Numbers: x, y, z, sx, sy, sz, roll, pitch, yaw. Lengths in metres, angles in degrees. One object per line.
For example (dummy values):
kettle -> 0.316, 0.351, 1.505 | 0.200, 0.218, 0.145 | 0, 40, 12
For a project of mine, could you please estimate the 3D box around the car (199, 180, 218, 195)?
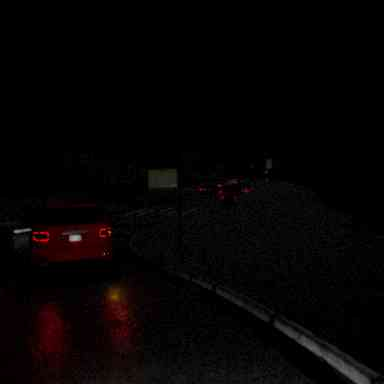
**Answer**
car -> 2.457, -0.453, 45.124 | 2.033, 1.411, 5.357 | -1, 4, 19

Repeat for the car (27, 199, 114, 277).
car -> -4.040, 1.265, 10.837 | 2.150, 2.045, 5.566 | -1, 0, -24

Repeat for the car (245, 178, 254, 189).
car -> 8.411, -1.304, 54.150 | 1.882, 1.535, 5.008 | -1, 4, 16

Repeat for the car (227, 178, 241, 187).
car -> 8.213, -1.896, 64.534 | 2.033, 1.411, 5.357 | -1, 4, 14

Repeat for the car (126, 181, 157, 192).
car -> -8.493, -0.908, 56.477 | 4.892, 1.521, 2.231 | -3, 4, -3

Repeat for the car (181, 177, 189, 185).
car -> -3.872, -2.183, 73.535 | 4.892, 1.521, 2.231 | -3, 4, -6

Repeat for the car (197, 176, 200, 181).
car -> -1.285, -2.994, 85.056 | 5.008, 1.535, 2.097 | -3, 3, -7

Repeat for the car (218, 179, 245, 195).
car -> 5.300, -0.555, 44.174 | 1.882, 1.535, 5.008 | -1, 4, 19

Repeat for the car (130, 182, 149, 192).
car -> -9.394, -0.660, 53.661 | 4.792, 1.488, 2.163 | -3, 4, -2

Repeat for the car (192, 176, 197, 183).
car -> -1.915, -2.795, 82.168 | 5.008, 1.535, 2.097 | -3, 3, -7

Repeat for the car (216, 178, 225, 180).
car -> 5.535, -1.146, 54.997 | 1.895, 1.301, 4.718 | -1, 4, 16

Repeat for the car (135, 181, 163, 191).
car -> -7.664, -1.085, 59.311 | 4.674, 1.452, 2.002 | -3, 3, -3

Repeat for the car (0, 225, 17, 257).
car -> -7.292, 1.681, 11.218 | 1.895, 1.301, 4.718 | -1, 0, -20

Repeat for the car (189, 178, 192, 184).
car -> -3.192, -2.389, 76.408 | 4.892, 1.521, 2.231 | -3, 4, -6
